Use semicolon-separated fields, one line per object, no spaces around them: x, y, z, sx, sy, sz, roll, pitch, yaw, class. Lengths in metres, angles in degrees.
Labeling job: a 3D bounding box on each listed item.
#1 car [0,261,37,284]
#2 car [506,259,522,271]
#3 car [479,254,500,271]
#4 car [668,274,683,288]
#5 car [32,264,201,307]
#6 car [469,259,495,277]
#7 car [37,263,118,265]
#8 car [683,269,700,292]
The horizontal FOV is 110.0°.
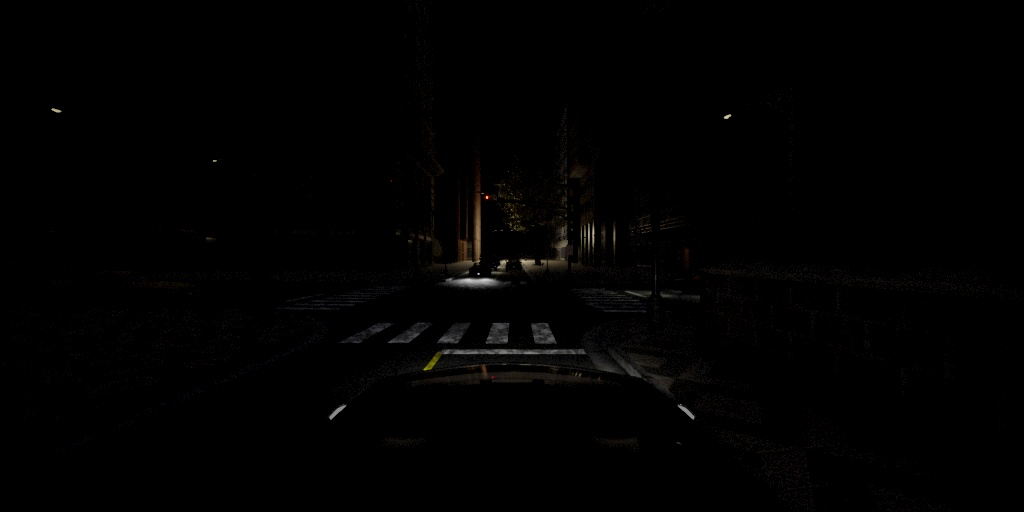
-31.863;0.974;22.545;4.507;1.381;1.888;0;0;1;car
0.233;1.081;45.089;1.882;1.535;5.008;0;0;0;car
-2.965;0.823;45.654;2.150;2.045;5.566;0;0;0;car
11.988;1.381;22.148;4.403;1.370;2.007;0;0;1;car
-14.902;1.146;13.866;4.829;1.417;1.751;0;0;1;car
-2.997;1.275;34.437;1.895;1.301;4.718;0;0;0;car
-26.245;1.065;22.494;4.313;1.339;1.948;0;0;1;car
12.420;1.311;19.481;5.008;1.535;1.882;0;0;1;car
